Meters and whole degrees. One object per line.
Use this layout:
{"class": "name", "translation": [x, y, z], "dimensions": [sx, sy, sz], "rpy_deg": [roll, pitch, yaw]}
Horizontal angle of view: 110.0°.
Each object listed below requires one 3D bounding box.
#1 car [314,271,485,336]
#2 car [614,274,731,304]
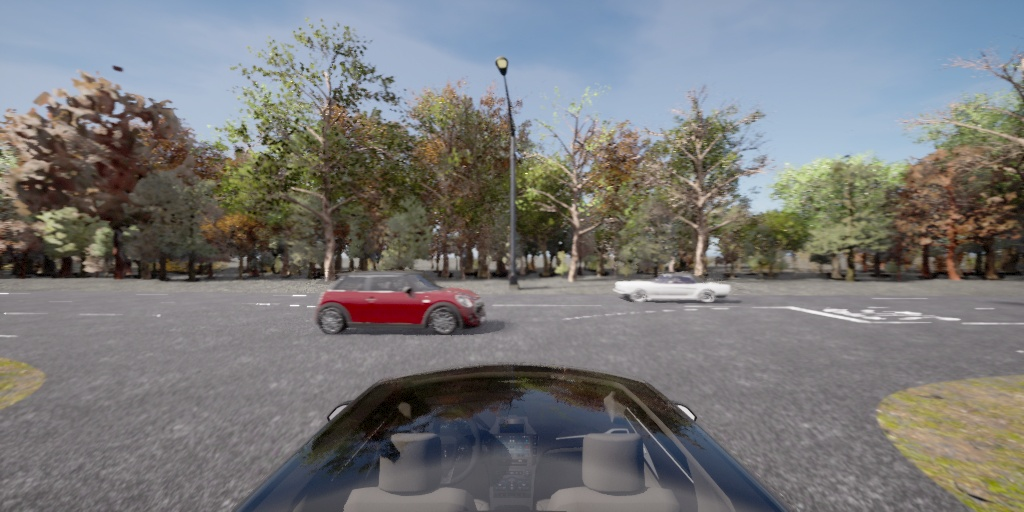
{"class": "car", "translation": [-3.080, 1.210, 10.355], "dimensions": [4.553, 1.767, 2.097], "rpy_deg": [0, -1, 4]}
{"class": "car", "translation": [7.233, 1.472, 16.605], "dimensions": [4.718, 1.301, 1.895], "rpy_deg": [0, -1, 4]}
